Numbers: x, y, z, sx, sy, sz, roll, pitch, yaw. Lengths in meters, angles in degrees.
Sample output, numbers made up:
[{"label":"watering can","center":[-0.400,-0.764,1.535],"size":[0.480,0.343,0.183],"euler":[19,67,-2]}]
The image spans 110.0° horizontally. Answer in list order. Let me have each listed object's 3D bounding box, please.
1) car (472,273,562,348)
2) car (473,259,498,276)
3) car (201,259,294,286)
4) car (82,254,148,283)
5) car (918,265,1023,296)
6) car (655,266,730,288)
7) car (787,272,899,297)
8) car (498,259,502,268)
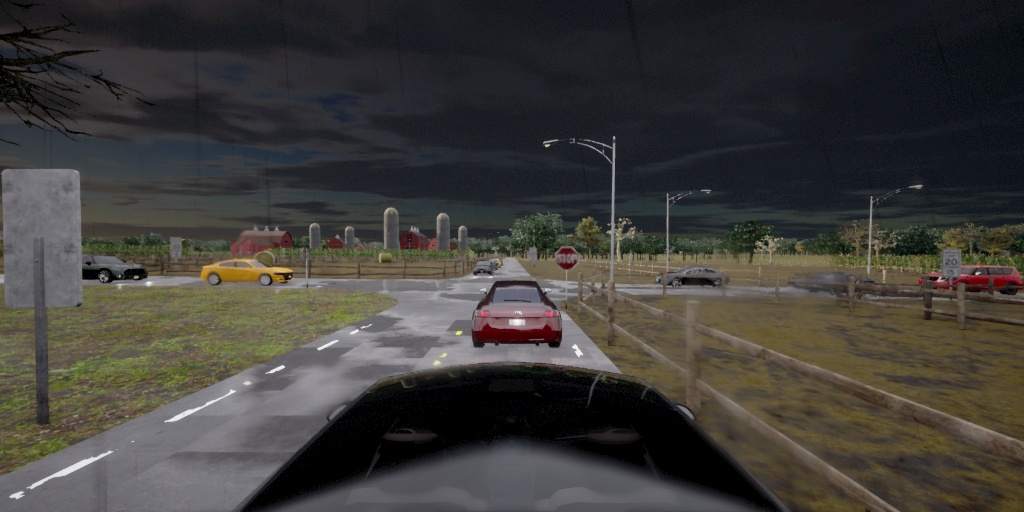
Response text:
[{"label":"car","center":[0.099,1.311,9.267],"size":[1.994,1.385,4.181],"euler":[0,0,0]},{"label":"car","center":[-2.842,1.228,36.886],"size":[1.837,1.490,4.892],"euler":[0,0,2]},{"label":"car","center":[-16.326,0.979,22.302],"size":[5.008,1.535,1.882],"euler":[1,1,0]},{"label":"car","center":[-25.572,0.703,22.249],"size":[4.553,1.767,2.097],"euler":[1,1,0]},{"label":"car","center":[32.567,1.665,25.524],"size":[5.566,2.045,2.150],"euler":[1,1,0]},{"label":"car","center":[12.755,1.486,25.420],"size":[4.902,1.511,2.128],"euler":[1,1,0]},{"label":"car","center":[20.926,1.762,22.519],"size":[5.357,1.411,2.033],"euler":[1,1,0]},{"label":"car","center":[-2.836,1.197,48.779],"size":[2.128,1.511,4.902],"euler":[0,0,0]}]
